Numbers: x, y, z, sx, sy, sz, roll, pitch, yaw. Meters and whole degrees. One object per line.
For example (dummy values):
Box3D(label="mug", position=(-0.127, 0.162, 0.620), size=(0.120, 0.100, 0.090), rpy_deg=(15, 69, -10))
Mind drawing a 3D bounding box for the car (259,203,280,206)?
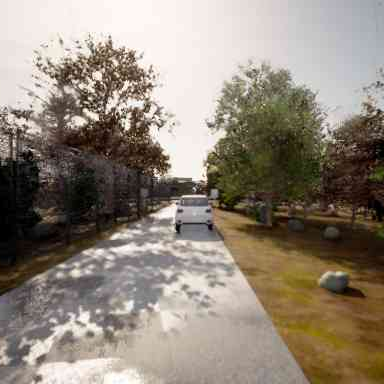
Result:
Box3D(label="car", position=(20.049, 4.404, 88.621), size=(2.435, 2.045, 5.566), rpy_deg=(0, 1, -18))

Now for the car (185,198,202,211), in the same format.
Box3D(label="car", position=(0.196, 1.540, 42.589), size=(2.033, 1.411, 5.357), rpy_deg=(0, 0, 0))

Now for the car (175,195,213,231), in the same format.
Box3D(label="car", position=(0.136, 1.216, 20.866), size=(2.150, 2.045, 5.566), rpy_deg=(0, 0, 0))
